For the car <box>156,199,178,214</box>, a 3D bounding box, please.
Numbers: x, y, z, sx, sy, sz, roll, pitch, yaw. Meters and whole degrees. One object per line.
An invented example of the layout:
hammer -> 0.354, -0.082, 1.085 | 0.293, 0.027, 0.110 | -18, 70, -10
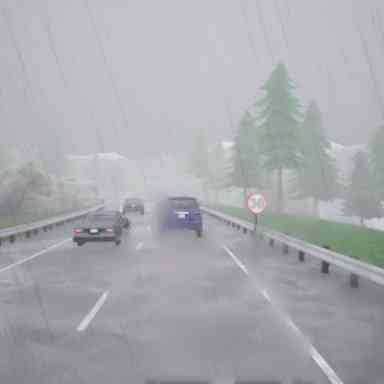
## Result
car -> -2.911, 1.552, 37.609 | 2.033, 1.411, 5.357 | 0, 0, -9

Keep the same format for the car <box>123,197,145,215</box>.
car -> -5.987, 1.362, 34.306 | 2.097, 1.767, 4.553 | 0, 0, -8

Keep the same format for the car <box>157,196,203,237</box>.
car -> -0.683, 1.223, 18.235 | 2.150, 2.045, 5.566 | 0, 0, -4

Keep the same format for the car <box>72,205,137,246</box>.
car -> -3.979, 1.554, 15.428 | 2.033, 1.411, 5.357 | 0, 0, -4
